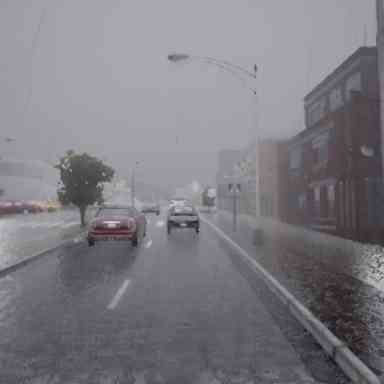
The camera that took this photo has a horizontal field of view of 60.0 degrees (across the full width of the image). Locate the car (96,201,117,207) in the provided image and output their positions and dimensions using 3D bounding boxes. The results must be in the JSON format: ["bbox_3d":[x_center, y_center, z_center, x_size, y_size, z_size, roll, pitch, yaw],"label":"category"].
[{"bbox_3d":[-20.850,2.947,81.165,4.674,1.452,2.002,0,-2,-23],"label":"car"}]

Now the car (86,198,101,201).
[{"bbox_3d":[-20.077,2.349,63.250,5.366,1.575,1.946,0,-2,-23],"label":"car"}]

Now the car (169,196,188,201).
[{"bbox_3d":[-1.740,1.568,42.828,2.150,2.045,5.566,0,-1,-3],"label":"car"}]

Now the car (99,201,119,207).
[{"bbox_3d":[-20.999,3.039,84.133,4.674,1.452,2.002,0,-2,-23],"label":"car"}]

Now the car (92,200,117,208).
[{"bbox_3d":[-20.521,2.812,78.267,5.366,1.575,1.946,0,-2,-23],"label":"car"}]

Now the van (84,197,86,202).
[{"bbox_3d":[-19.180,1.781,51.492,4.442,1.987,1.878,0,-2,-23],"label":"van"}]

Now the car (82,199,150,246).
[{"bbox_3d":[-3.355,1.387,15.688,2.097,1.767,4.553,0,0,-2],"label":"car"}]

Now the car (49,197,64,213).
[{"bbox_3d":[-18.489,1.746,39.633,5.366,1.575,1.946,0,-1,-23],"label":"car"}]

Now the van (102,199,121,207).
[{"bbox_3d":[-21.056,2.866,87.166,4.442,1.987,1.878,0,-2,-23],"label":"van"}]

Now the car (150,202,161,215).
[{"bbox_3d":[-4.399,1.777,36.427,2.033,1.411,5.357,0,-1,-3],"label":"car"}]

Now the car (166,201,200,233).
[{"bbox_3d":[-0.562,1.552,20.231,2.128,1.511,4.902,0,0,-3],"label":"car"}]

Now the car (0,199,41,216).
[{"bbox_3d":[-18.337,1.659,33.610,5.008,1.535,2.097,0,-1,-23],"label":"car"}]

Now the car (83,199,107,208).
[{"bbox_3d":[-20.253,2.412,69.267,4.553,1.767,2.185,0,-2,-23],"label":"car"}]

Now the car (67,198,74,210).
[{"bbox_3d":[-18.972,1.906,45.495,4.674,1.452,2.002,0,-1,-23],"label":"car"}]

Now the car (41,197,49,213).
[{"bbox_3d":[-18.533,1.577,36.574,4.553,1.767,2.185,0,-1,-23],"label":"car"}]

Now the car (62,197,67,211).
[{"bbox_3d":[-18.844,1.681,42.516,4.553,1.767,2.185,0,-1,-23],"label":"car"}]

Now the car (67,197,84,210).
[{"bbox_3d":[-19.105,1.683,48.490,5.566,2.045,2.435,0,-2,-23],"label":"car"}]
